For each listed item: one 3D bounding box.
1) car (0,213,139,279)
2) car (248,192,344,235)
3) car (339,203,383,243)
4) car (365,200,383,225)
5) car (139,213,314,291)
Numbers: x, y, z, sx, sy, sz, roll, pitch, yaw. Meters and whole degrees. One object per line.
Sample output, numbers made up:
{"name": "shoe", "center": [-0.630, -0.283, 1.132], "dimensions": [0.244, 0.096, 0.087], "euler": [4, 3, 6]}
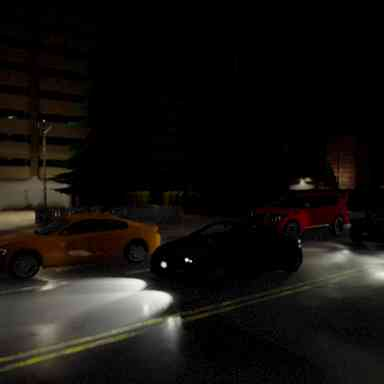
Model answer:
{"name": "car", "center": [-3.398, 1.431, 10.128], "dimensions": [5.008, 1.535, 1.882], "euler": [-1, 0, -33]}
{"name": "car", "center": [5.068, 1.049, 15.740], "dimensions": [5.566, 2.045, 2.150], "euler": [-1, 1, -33]}
{"name": "car", "center": [8.600, 1.286, 13.887], "dimensions": [5.008, 1.535, 1.882], "euler": [-1, 1, -33]}
{"name": "car", "center": [13.608, 1.249, 21.416], "dimensions": [5.357, 1.411, 2.033], "euler": [-1, 1, -33]}
{"name": "car", "center": [1.004, 1.485, 8.835], "dimensions": [4.181, 1.385, 1.994], "euler": [-1, 1, -34]}
